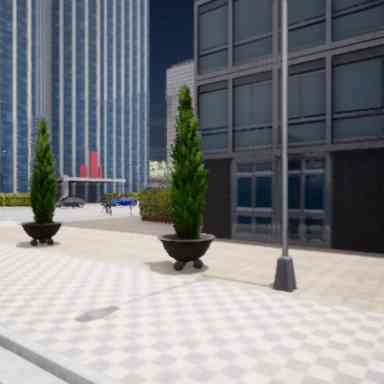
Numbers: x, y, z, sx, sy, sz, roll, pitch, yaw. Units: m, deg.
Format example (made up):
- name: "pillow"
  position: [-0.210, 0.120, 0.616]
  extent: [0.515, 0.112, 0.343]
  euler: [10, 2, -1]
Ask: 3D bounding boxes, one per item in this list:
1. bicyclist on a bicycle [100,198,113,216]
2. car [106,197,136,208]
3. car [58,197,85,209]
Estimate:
- name: "bicyclist on a bicycle"
  position: [-7.504, 1.312, 29.028]
  extent: [1.656, 1.620, 0.582]
  euler: [0, 0, 35]
- name: "car"
  position: [-10.608, 1.495, 49.881]
  extent: [1.882, 1.535, 5.008]
  euler: [0, 0, 35]
- name: "car"
  position: [-17.298, 1.523, 46.416]
  extent: [1.837, 1.490, 4.892]
  euler: [0, 0, 35]
